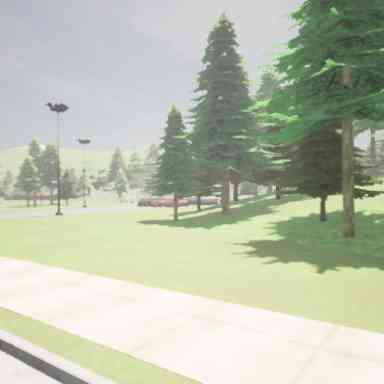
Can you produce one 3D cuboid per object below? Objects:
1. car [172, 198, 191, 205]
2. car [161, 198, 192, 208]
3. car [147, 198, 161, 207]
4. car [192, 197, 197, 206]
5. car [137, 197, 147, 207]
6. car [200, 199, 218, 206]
[{"bbox_3d":[-2.164,2.077,70.392,1.994,1.385,4.181,-1,-1,36],"label":"car"},{"bbox_3d":[-2.575,1.790,57.889,2.097,1.767,4.553,-1,-1,37],"label":"car"},{"bbox_3d":[-5.281,1.833,60.119,2.097,1.767,4.553,-1,-1,37],"label":"car"},{"bbox_3d":[0.352,1.832,67.928,2.097,1.767,4.553,-1,-1,36],"label":"car"},{"bbox_3d":[-8.047,1.876,62.188,2.097,1.767,4.553,-1,-1,37],"label":"car"},{"bbox_3d":[3.444,2.001,66.223,1.994,1.385,4.181,-1,-1,36],"label":"car"}]
